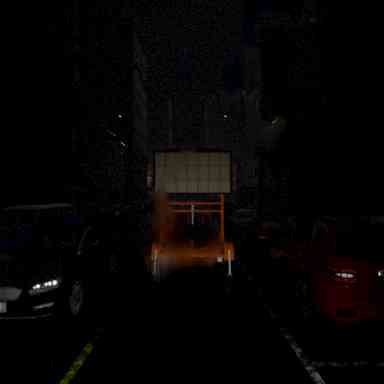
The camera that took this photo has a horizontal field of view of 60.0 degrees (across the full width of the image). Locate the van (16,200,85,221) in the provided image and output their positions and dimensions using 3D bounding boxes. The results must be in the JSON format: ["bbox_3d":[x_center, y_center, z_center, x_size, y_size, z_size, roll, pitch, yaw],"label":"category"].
[{"bbox_3d":[-5.662,1.341,12.542,1.690,1.788,3.998,-1,0,0],"label":"van"}]

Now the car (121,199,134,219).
[{"bbox_3d":[-5.644,1.438,23.714,1.967,1.590,4.097,-1,0,0],"label":"car"}]

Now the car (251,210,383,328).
[{"bbox_3d":[2.860,1.316,6.943,2.192,1.841,5.009,-1,0,0],"label":"car"}]

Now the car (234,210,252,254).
[{"bbox_3d":[2.873,1.582,12.529,1.802,1.307,4.206,-1,0,0],"label":"car"}]

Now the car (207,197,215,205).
[{"bbox_3d":[2.912,1.546,34.872,2.008,1.369,4.403,-1,0,0],"label":"car"}]

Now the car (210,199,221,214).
[{"bbox_3d":[2.902,1.563,29.287,1.947,1.339,4.313,-1,0,0],"label":"car"}]

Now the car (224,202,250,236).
[{"bbox_3d":[2.882,1.525,18.285,1.752,1.417,4.829,-1,0,0],"label":"car"}]

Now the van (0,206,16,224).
[{"bbox_3d":[-5.671,1.342,6.957,1.690,1.788,3.998,-1,0,0],"label":"van"}]

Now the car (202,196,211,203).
[{"bbox_3d":[2.970,1.555,68.388,1.802,1.307,4.206,-1,0,0],"label":"car"}]

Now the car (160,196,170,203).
[{"bbox_3d":[-5.575,1.518,68.399,1.887,1.381,4.507,-1,0,0],"label":"car"}]

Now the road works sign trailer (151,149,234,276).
[{"bbox_3d":[0.019,0.465,10.349,2.380,3.560,2.880,0,0,0],"label":"road works sign trailer"}]

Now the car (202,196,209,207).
[{"bbox_3d":[2.941,1.538,51.630,2.008,1.369,4.403,-1,0,0],"label":"car"}]

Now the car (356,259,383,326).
[{"bbox_3d":[2.853,1.526,1.527,1.752,1.417,4.829,-1,0,0],"label":"car"}]

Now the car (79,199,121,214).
[{"bbox_3d":[-5.654,1.315,18.128,2.192,1.841,5.009,-1,0,0],"label":"car"}]

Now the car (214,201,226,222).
[{"bbox_3d":[2.892,1.564,23.701,1.947,1.339,4.313,-1,0,0],"label":"car"}]

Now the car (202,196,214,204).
[{"bbox_3d":[2.960,1.544,62.802,1.947,1.339,4.313,-1,0,0],"label":"car"}]

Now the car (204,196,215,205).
[{"bbox_3d":[2.951,1.508,57.386,1.752,1.417,4.829,-1,0,0],"label":"car"}]

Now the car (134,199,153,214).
[{"bbox_3d":[-5.627,1.436,34.885,1.967,1.590,4.097,-1,0,0],"label":"car"}]

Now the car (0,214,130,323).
[{"bbox_3d":[-2.989,1.492,7.507,2.128,1.511,4.902,0,0,0],"label":"car"}]
